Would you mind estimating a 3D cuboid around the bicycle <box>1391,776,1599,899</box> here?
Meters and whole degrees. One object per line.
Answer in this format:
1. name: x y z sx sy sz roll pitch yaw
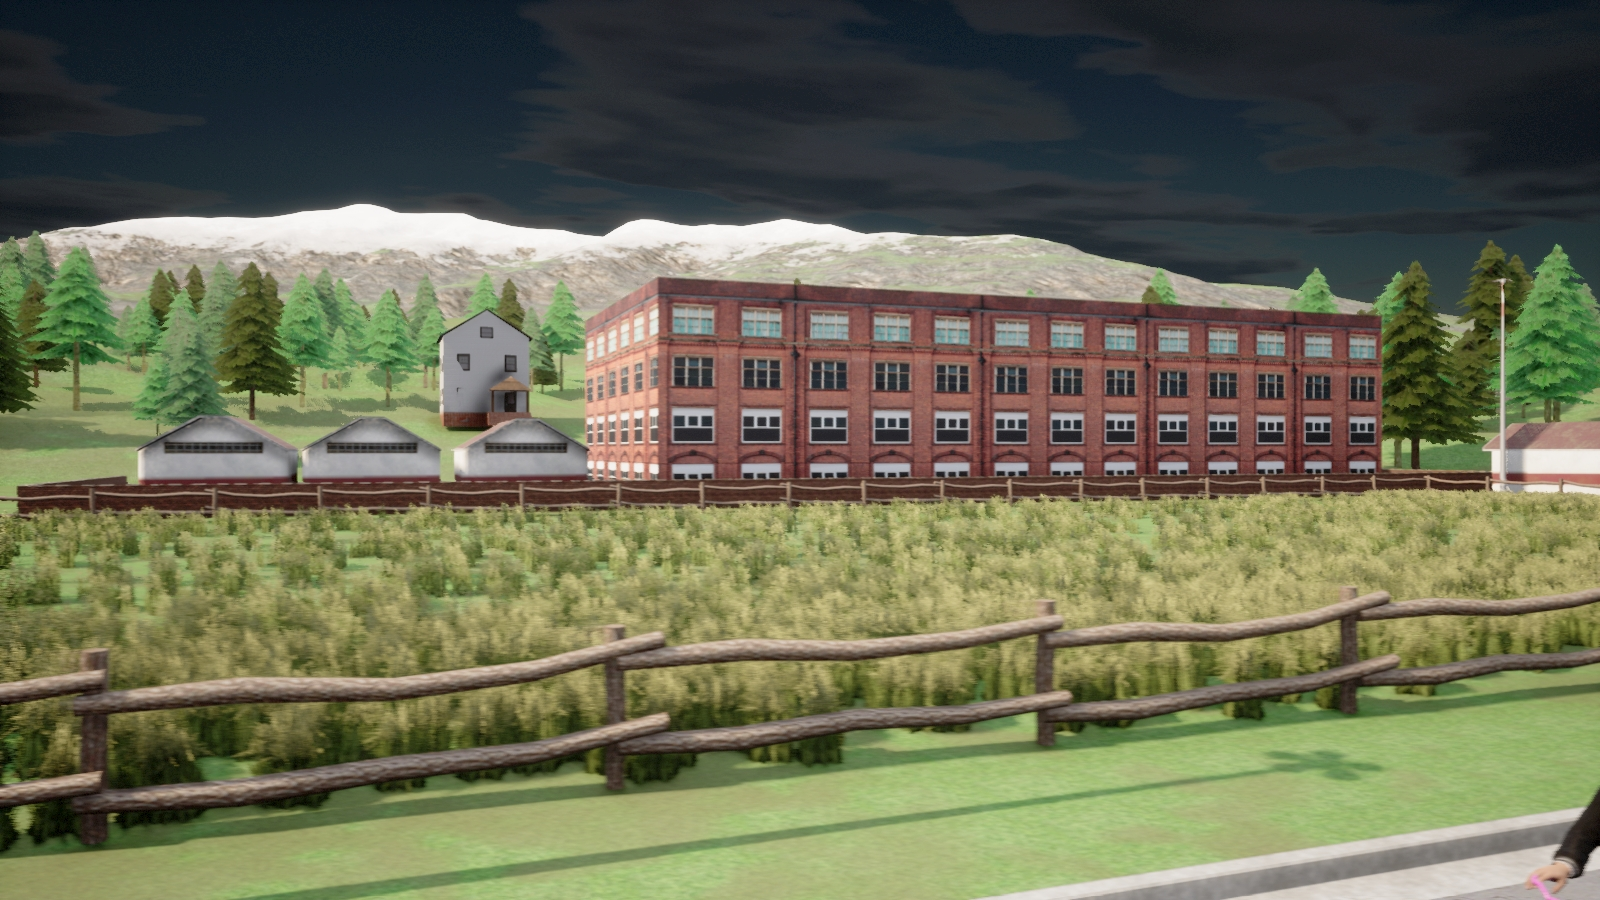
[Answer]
1. bicycle: 3.129 2.060 4.430 1.835 1.471 0.329 0 0 -20
